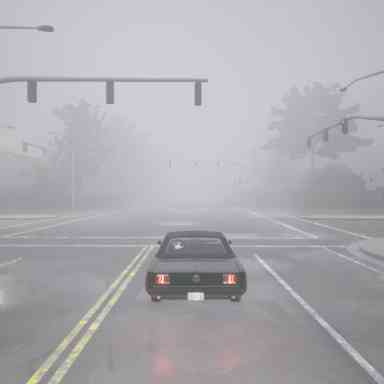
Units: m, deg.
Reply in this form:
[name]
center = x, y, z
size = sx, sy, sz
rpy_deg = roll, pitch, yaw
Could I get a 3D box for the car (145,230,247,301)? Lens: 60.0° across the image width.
[car]
center = 0.066, 1.601, 8.242
size = 1.895, 1.301, 4.718
rpy_deg = 0, 0, 0
